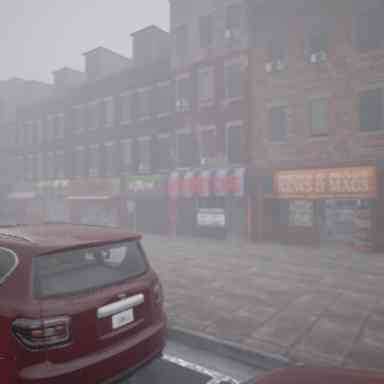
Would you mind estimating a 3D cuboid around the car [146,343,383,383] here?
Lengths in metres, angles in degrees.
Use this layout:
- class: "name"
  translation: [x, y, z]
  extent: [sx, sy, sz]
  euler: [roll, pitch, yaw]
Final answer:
- class: "car"
  translation: [1.991, 1.573, 1.397]
  extent: [4.206, 1.307, 1.802]
  euler: [-1, -1, 35]

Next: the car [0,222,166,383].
- class: "car"
  translation: [-2.632, 1.360, 4.692]
  extent: [5.009, 1.841, 2.192]
  euler: [-1, -1, 35]
